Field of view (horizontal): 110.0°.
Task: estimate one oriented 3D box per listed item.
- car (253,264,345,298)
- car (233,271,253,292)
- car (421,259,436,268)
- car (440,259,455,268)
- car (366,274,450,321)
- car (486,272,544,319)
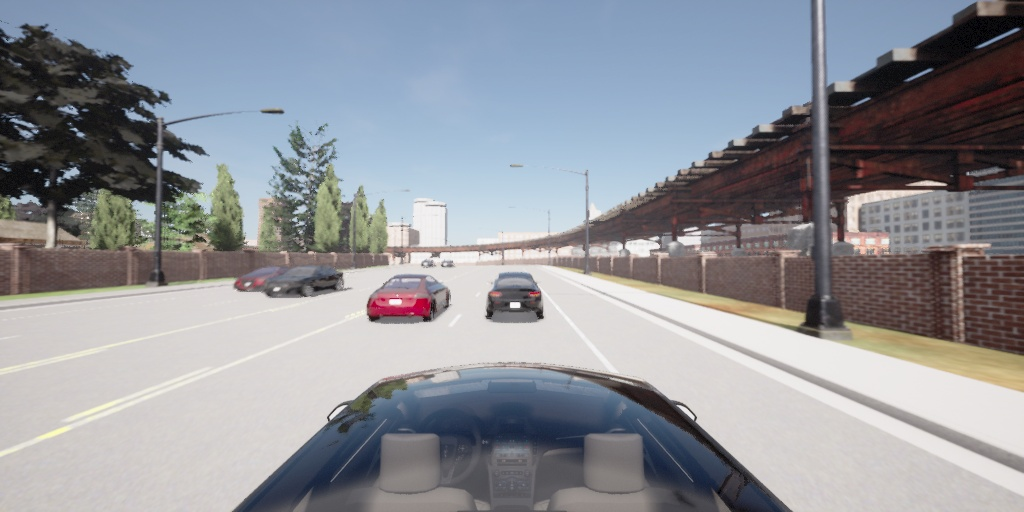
[{"bbox_3d":[-10.599,1.224,18.665,1.882,1.535,5.008,0,0,0],"label":"car"},{"bbox_3d":[-14.096,1.310,21.122,1.994,1.385,4.181,0,0,0],"label":"car"},{"bbox_3d":[-14.221,1.219,61.002,2.128,1.511,4.902,0,0,-2],"label":"car"},{"bbox_3d":[-10.685,1.224,59.728,2.128,1.511,4.902,0,0,-1],"label":"car"},{"bbox_3d":[-3.400,1.311,12.464,1.994,1.385,4.181,0,0,0],"label":"car"},{"bbox_3d":[0.086,1.273,12.749,1.812,1.442,4.674,0,0,0],"label":"car"}]
